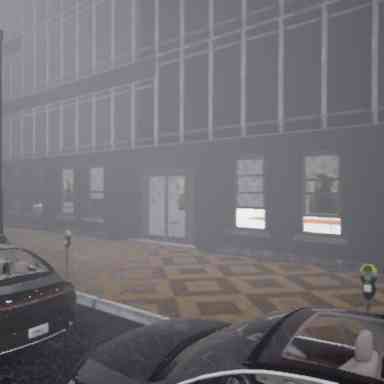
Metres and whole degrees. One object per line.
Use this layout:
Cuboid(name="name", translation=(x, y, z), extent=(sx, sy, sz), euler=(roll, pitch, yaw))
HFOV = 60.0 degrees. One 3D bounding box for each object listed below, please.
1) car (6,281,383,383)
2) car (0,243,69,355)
Cuboid(name="car", translation=(0.897, 1.550, 2.229), extent=(4.403, 1.369, 2.008), euler=(0, 0, 35))
Cuboid(name="car", translation=(-3.742, 1.538, 5.536), extent=(4.403, 1.369, 2.008), euler=(0, 0, 35))
